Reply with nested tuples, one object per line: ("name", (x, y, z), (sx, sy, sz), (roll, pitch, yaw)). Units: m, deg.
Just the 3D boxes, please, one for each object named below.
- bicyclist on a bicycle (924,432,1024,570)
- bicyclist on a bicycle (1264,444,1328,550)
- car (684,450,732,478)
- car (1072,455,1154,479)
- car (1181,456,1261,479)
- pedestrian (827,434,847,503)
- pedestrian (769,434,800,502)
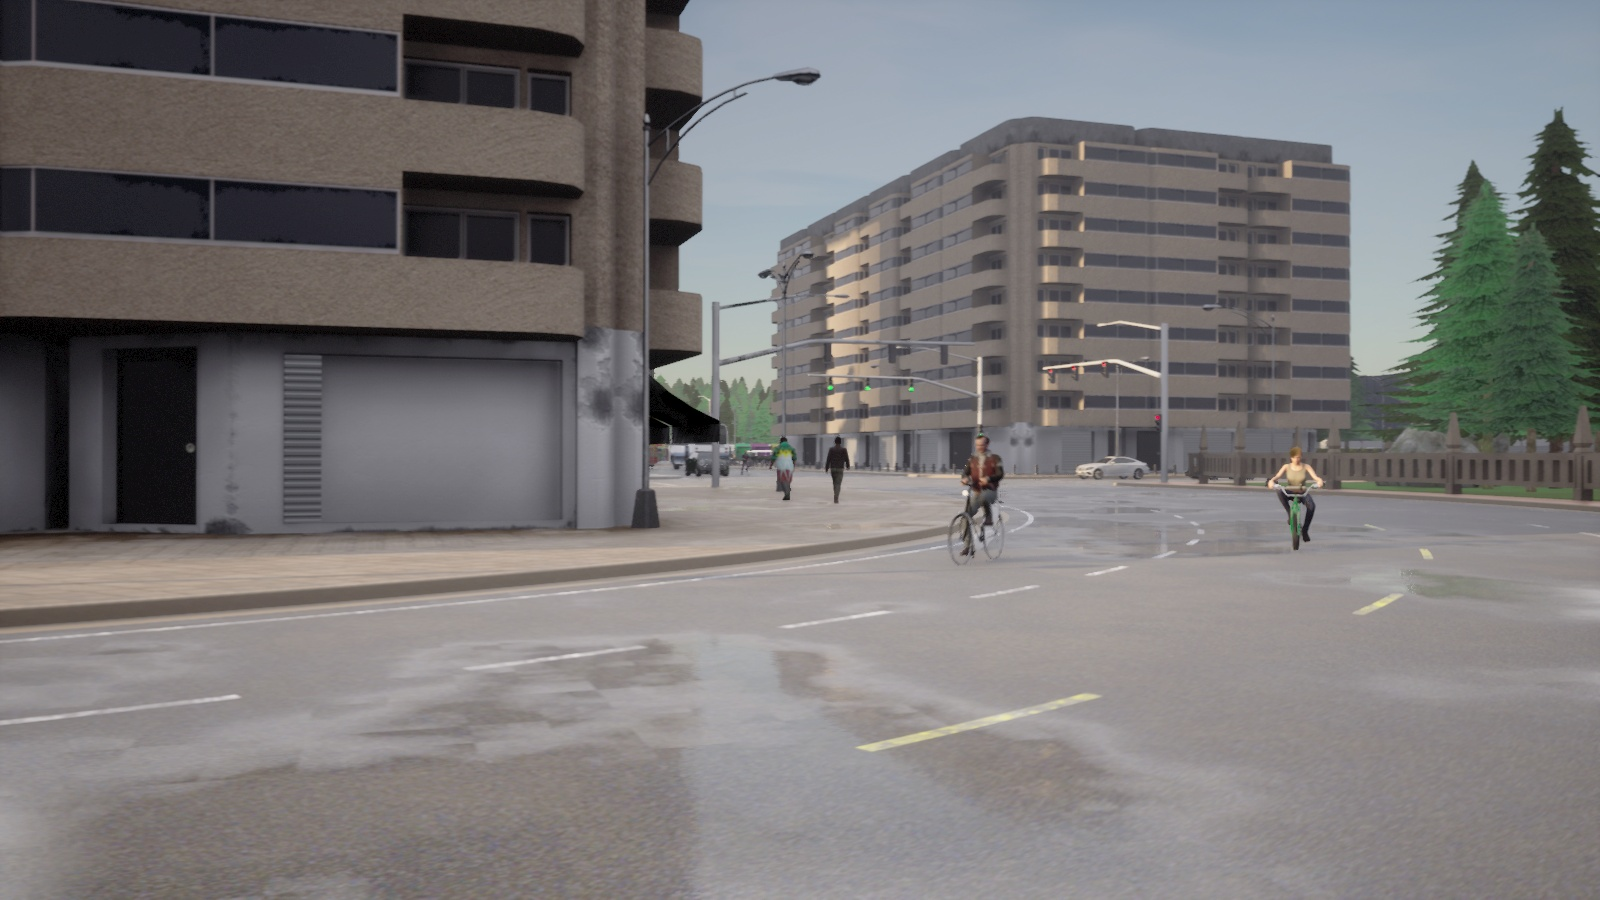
("bicyclist on a bicycle", (2.396, 0.664, 17.126), (0.659, 1.776, 1.843), (-1, -1, 31))
("bicyclist on a bicycle", (7.885, 0.724, 19.932), (0.866, 1.612, 1.509), (-1, 0, 24))
("car", (-6.061, 0.880, 82.380), (2.097, 1.767, 4.553), (0, 0, -18))
("car", (19.378, 1.021, 77.655), (4.674, 1.442, 1.812), (0, 0, -18))
("car", (25.474, 1.038, 75.990), (4.181, 1.385, 1.994), (0, 0, -18))
("pedestrian", (1.001, 0.503, 33.760), (0.431, 1.840, 0.703), (0, 0, 10))
("pedestrian", (-0.447, 0.523, 36.523), (0.659, 1.952, 0.873), (0, 0, -19))
